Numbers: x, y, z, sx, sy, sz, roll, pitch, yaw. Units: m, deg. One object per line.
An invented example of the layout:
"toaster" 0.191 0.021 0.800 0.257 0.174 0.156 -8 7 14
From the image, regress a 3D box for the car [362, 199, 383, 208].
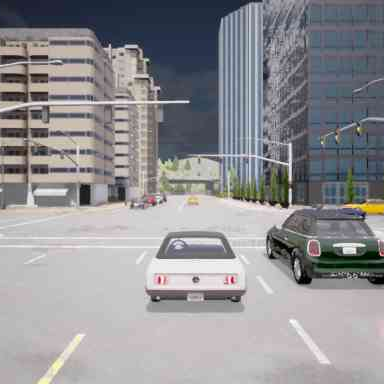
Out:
"car" 16.856 1.422 31.570 5.008 1.535 1.882 0 0 1

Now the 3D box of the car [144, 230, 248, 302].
"car" 0.085 1.601 8.201 1.895 1.301 4.718 0 0 0

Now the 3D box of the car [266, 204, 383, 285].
"car" 3.593 1.352 9.691 2.097 1.767 4.553 0 0 0

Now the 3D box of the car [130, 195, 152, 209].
"car" -7.044 1.491 44.637 2.128 1.511 4.902 0 0 0

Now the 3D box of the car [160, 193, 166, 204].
"car" -6.961 1.221 64.685 2.150 2.045 5.566 0 0 2

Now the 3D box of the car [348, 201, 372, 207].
"car" 10.164 1.545 24.407 4.718 1.301 1.895 0 0 0

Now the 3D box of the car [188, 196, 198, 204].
"car" 0.174 1.477 61.663 1.882 1.535 5.008 0 0 0

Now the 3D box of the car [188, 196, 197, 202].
"car" 0.093 1.540 76.514 2.033 1.411 5.357 0 0 0

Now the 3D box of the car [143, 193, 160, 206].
"car" -7.025 1.222 54.209 2.150 2.045 5.566 0 0 0
